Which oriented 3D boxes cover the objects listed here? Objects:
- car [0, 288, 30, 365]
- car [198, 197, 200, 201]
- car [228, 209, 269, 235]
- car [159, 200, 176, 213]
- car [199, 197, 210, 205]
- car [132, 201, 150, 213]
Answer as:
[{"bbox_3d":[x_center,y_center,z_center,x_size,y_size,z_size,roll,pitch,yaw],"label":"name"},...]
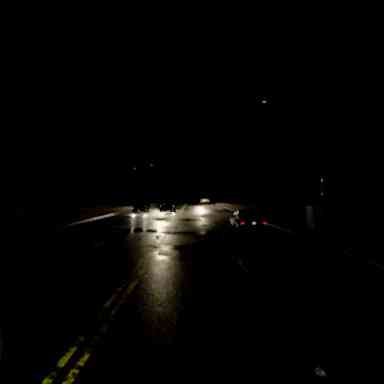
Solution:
[{"bbox_3d":[-3.348,1.632,2.746,1.895,1.301,4.718,0,-1,0],"label":"car"},{"bbox_3d":[3.316,2.317,90.895,2.097,1.767,4.553,0,-1,0],"label":"car"},{"bbox_3d":[3.364,1.771,20.536,2.033,1.411,5.357,0,-1,0],"label":"car"},{"bbox_3d":[-3.303,1.843,45.475,2.097,1.767,4.553,0,0,0],"label":"car"},{"bbox_3d":[3.309,2.453,79.953,1.895,1.301,4.718,0,-1,0],"label":"car"},{"bbox_3d":[-6.557,1.972,43.098,1.837,1.490,4.892,0,-1,0],"label":"car"}]
